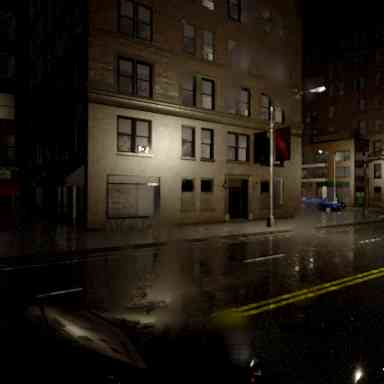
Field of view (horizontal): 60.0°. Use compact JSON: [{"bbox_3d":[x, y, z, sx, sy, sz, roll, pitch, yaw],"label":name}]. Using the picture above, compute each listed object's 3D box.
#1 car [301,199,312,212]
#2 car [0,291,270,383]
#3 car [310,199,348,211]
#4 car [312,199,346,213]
[{"bbox_3d":[11.471,1.494,39.178,1.967,1.590,4.097,0,0,-36],"label":"car"},{"bbox_3d":[-1.464,1.526,2.392,4.674,1.442,1.812,0,0,-36],"label":"car"},{"bbox_3d":[18.003,1.668,43.839,1.947,1.339,4.313,0,0,-36],"label":"car"},{"bbox_3d":[14.936,1.547,38.688,1.882,1.535,5.008,0,0,-36],"label":"car"}]
